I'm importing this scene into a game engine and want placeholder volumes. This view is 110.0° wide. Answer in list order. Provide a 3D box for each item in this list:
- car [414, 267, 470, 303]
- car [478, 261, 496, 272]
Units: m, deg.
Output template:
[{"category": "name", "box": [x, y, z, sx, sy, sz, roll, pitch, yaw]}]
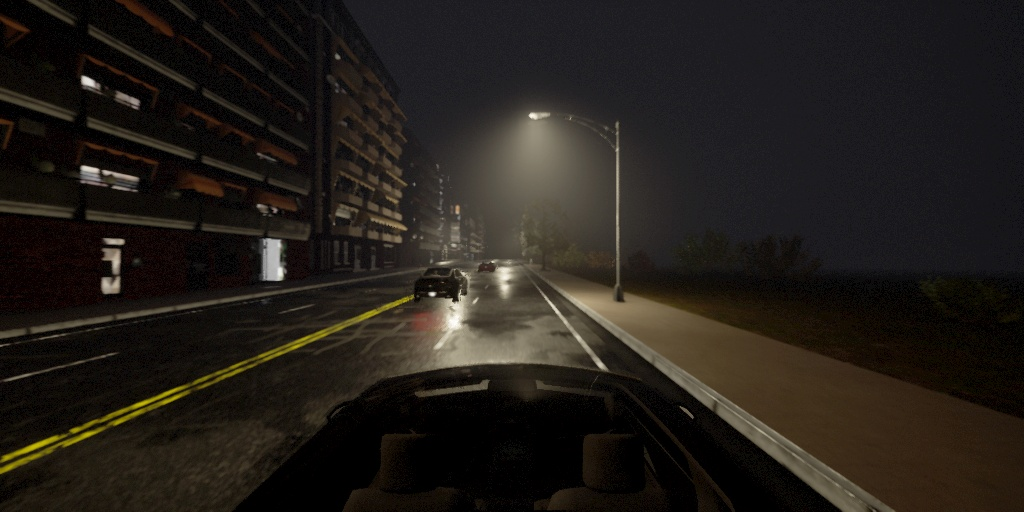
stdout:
[{"category": "car", "box": [-3.153, 1.255, 16.618, 1.837, 1.490, 4.892, 0, 0, 0]}, {"category": "car", "box": [-3.159, 1.311, 45.489, 1.994, 1.385, 4.181, 0, 0, 0]}]
